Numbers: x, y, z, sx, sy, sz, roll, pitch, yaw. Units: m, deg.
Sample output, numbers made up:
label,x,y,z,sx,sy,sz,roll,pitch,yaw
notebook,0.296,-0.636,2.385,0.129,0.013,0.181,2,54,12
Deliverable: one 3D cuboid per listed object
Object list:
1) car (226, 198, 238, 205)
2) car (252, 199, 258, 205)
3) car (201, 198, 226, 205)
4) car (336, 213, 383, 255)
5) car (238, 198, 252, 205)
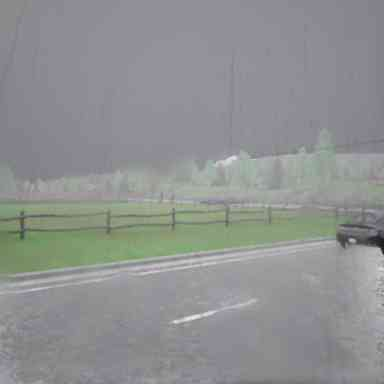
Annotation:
label,x,y,z,sx,sy,sz,roll,pitch,yaw
car,6.630,2.027,68.591,1.895,1.301,4.718,1,0,-36
car,12.335,2.022,72.649,2.128,1.511,4.902,1,0,-36
car,3.780,1.894,66.514,2.128,1.511,4.902,1,0,-36
car,7.986,1.631,13.863,4.902,1.511,2.128,1,0,-35
car,9.509,2.004,70.584,2.033,1.411,5.357,1,0,-36
